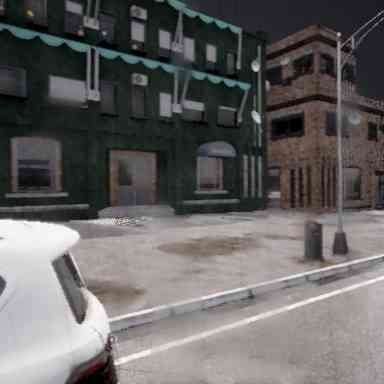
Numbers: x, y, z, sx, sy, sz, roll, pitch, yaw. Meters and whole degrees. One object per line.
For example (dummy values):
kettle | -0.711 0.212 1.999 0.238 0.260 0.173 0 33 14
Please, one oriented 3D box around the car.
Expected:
car | -3.018 1.222 1.226 5.566 2.045 2.150 0 0 -35
